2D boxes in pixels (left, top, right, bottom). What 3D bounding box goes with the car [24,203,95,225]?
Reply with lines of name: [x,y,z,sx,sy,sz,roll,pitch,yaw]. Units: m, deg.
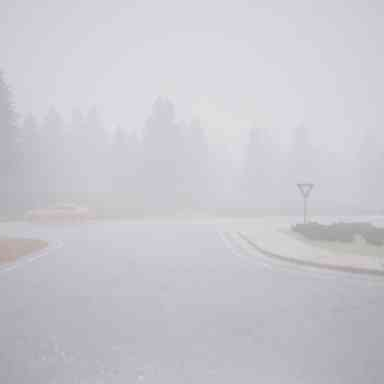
car: [-9.969,1.622,25.160,5.008,1.535,1.882,0,-2,-9]

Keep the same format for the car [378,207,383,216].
car: [21.597,1.842,34.694,4.181,1.385,1.994,0,0,-17]
